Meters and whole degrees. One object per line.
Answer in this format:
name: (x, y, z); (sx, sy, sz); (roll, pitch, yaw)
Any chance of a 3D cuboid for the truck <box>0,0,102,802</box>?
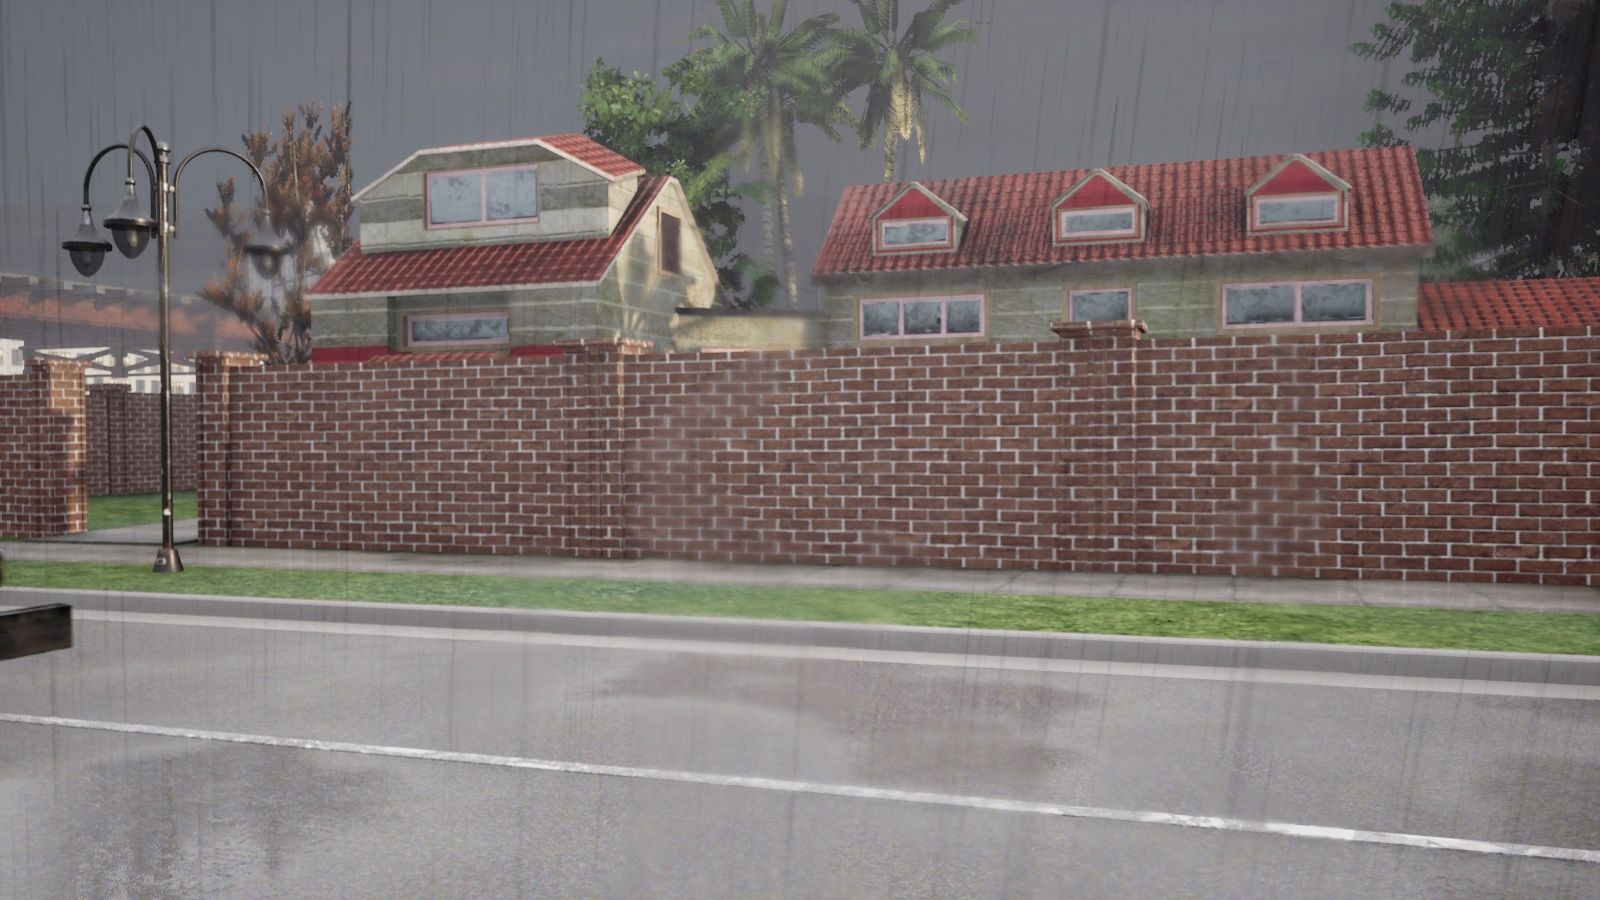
truck: (-7.453, -0.243, 5.684); (7.936, 3.462, 2.891); (0, 1, 19)
